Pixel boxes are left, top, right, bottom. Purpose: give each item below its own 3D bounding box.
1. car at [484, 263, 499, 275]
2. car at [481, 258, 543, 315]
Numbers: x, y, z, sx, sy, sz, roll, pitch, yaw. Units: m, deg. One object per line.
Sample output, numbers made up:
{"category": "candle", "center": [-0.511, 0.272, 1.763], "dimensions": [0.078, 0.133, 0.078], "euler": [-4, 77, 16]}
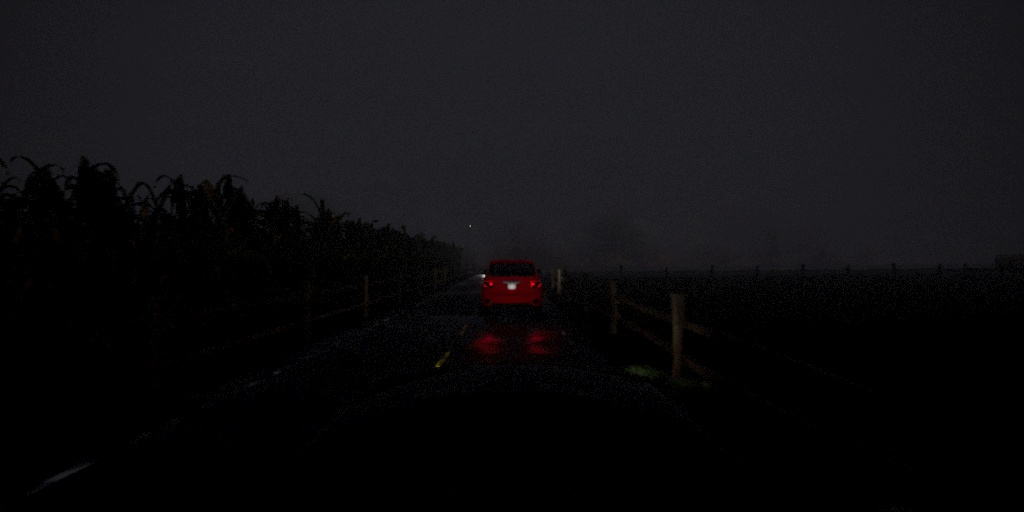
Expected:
{"category": "car", "center": [-2.769, 1.760, 49.393], "dimensions": [1.837, 1.490, 4.892], "euler": [0, -1, 1]}
{"category": "car", "center": [0.014, 1.109, 14.422], "dimensions": [2.150, 2.045, 5.566], "euler": [0, 0, 0]}
